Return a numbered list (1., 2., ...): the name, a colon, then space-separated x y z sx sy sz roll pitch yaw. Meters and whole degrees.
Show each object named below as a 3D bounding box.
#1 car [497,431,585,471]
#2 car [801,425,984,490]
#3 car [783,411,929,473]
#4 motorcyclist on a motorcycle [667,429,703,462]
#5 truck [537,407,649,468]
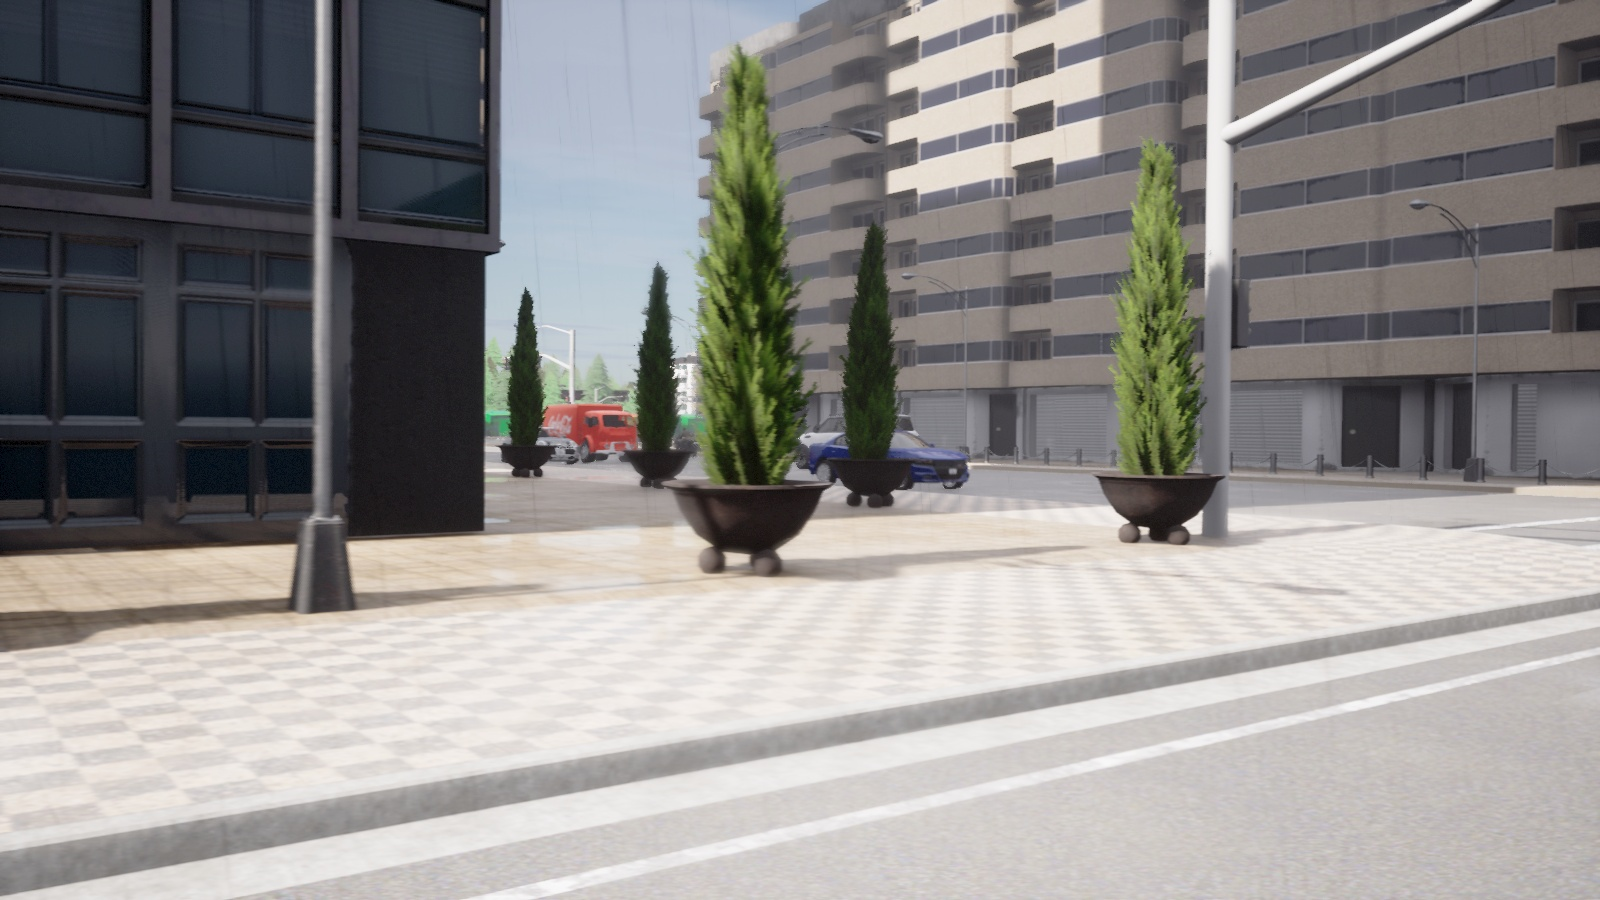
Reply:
1. car: -10.242 0.009 49.534 1.970 1.475 3.806 -1 1 -36
2. car: 2.269 0.153 32.317 1.882 1.535 5.008 -1 1 -36
3. car: 1.906 -0.308 44.693 2.150 2.045 5.566 -1 1 -36
4. motorcyclist on a motorcycle: -5.587 -0.223 60.987 0.797 1.523 2.044 -1 1 -36
5. truck: -8.889 -0.528 53.609 2.627 2.467 5.204 -1 1 -36
